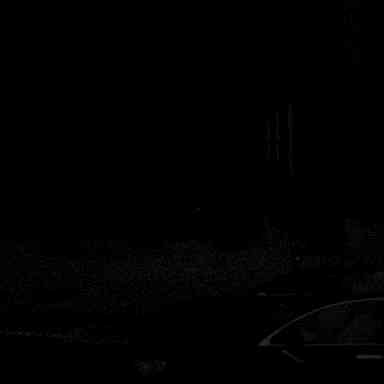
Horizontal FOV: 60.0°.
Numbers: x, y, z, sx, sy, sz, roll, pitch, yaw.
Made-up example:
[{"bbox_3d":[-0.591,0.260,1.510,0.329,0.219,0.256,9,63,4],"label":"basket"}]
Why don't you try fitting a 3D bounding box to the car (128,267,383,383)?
[{"bbox_3d":[1.548,1.528,3.493,4.403,1.369,2.008,0,0,4],"label":"car"}]
